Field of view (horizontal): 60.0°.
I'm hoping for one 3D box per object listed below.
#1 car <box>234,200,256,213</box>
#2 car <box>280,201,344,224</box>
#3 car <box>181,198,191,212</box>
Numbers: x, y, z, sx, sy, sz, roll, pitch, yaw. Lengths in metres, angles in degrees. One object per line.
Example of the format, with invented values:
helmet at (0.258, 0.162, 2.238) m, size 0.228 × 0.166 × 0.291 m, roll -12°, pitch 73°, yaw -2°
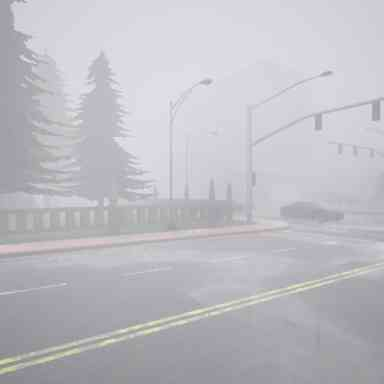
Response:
car at (4.917, 1.601, 37.441) m, size 1.895 × 1.301 × 4.718 m, roll 0°, pitch 0°, yaw -35°
car at (9.084, 1.477, 25.516) m, size 1.882 × 1.535 × 5.008 m, roll 0°, pitch 0°, yaw -35°
car at (-0.531, 1.504, 39.065) m, size 1.837 × 1.490 × 4.892 m, roll 0°, pitch 0°, yaw -35°
